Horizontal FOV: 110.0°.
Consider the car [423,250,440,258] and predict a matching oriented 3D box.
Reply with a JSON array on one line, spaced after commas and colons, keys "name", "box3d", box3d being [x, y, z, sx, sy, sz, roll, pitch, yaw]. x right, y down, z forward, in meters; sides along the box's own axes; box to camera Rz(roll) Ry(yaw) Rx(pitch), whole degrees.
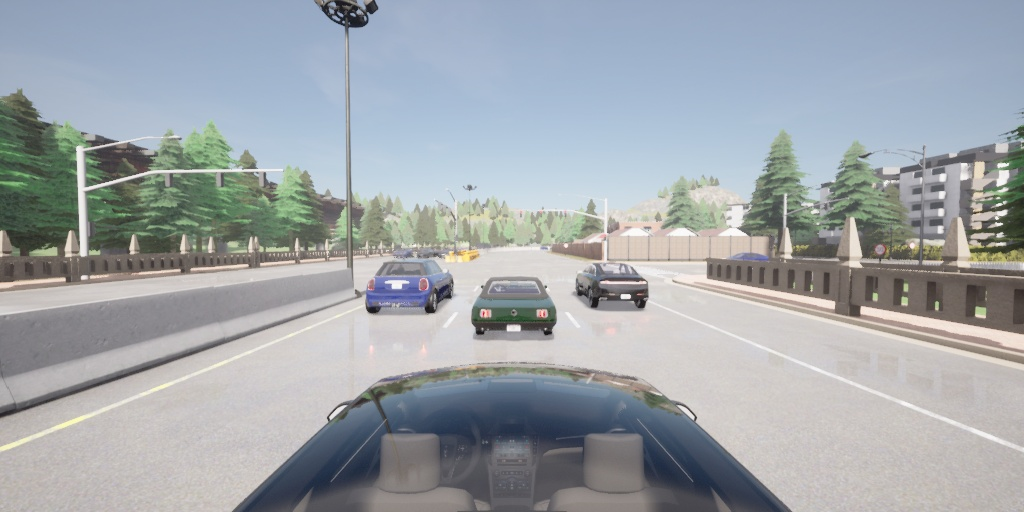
[{"name": "car", "box3d": [-14.056, -0.419, 63.046, 1.895, 1.301, 4.718, 0, 2, 0]}]

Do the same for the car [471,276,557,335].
[{"name": "car", "box3d": [0.057, 1.198, 9.922, 1.895, 1.301, 4.718, 0, 2, 0]}]

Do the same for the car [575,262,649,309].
[{"name": "car", "box3d": [3.603, 0.984, 13.586, 2.128, 1.511, 4.902, 0, 2, 1]}]

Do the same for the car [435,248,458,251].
[{"name": "car", "box3d": [-10.632, -0.375, 57.978, 2.128, 1.511, 4.902, 0, 2, 0]}]

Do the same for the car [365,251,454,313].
[{"name": "car", "box3d": [-3.433, 0.862, 12.855, 2.097, 1.767, 4.553, 0, 2, 0]}]

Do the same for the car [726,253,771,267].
[{"name": "car", "box3d": [21.856, 0.404, 33.697, 4.674, 1.442, 1.812, 0, 2, 2]}]

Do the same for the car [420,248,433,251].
[{"name": "car", "box3d": [-14.128, -0.368, 58.161, 1.837, 1.490, 4.892, 0, 2, 0]}]

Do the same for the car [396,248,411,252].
[{"name": "car", "box3d": [-17.624, -0.520, 58.175, 2.097, 1.767, 4.553, 0, 2, 0]}]
